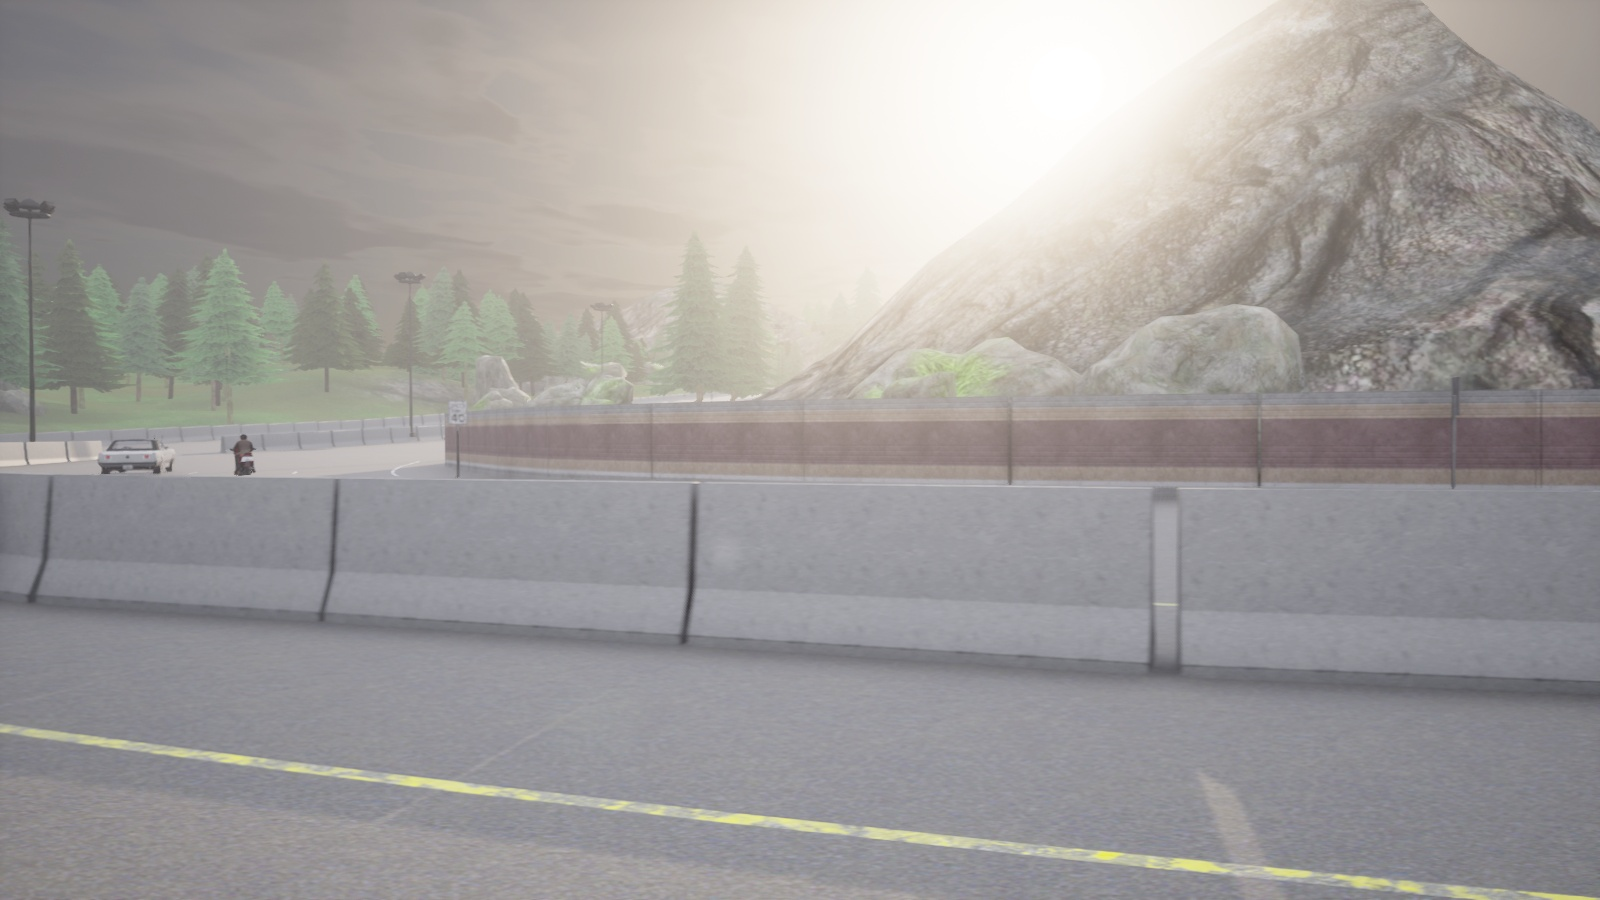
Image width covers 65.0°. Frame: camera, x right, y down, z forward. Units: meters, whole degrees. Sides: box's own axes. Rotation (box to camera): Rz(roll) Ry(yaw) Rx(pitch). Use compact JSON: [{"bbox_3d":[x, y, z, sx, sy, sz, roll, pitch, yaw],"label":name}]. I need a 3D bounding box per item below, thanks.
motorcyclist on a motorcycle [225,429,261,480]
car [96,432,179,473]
[{"bbox_3d":[-17.131,0.135,38.614,0.797,1.523,2.044,0,1,-30],"label":"motorcyclist on a motorcycle"},{"bbox_3d":[-24.019,0.050,45.697,1.895,1.301,4.718,0,2,-18],"label":"car"}]
